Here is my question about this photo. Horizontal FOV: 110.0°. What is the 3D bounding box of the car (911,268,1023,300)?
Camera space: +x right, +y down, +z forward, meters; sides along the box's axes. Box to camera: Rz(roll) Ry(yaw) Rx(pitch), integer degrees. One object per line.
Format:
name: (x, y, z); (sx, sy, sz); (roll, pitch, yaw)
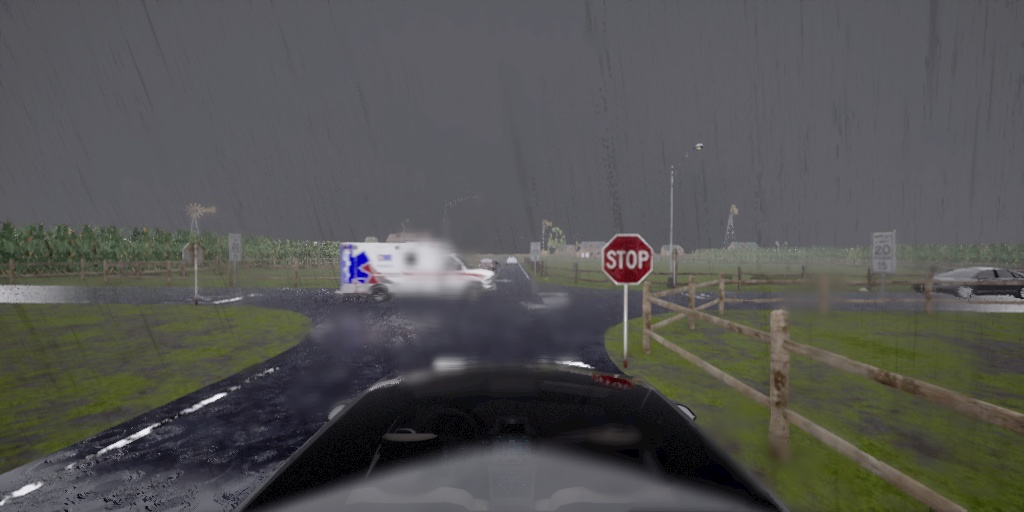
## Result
car: (23.054, 1.345, 17.958); (4.892, 1.490, 1.837); (0, 1, 0)

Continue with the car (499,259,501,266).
car: (-2.827, 0.965, 57.928); (1.895, 1.301, 4.718); (0, 0, 0)

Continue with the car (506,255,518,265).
car: (-0.027, 0.857, 62.674); (1.812, 1.442, 4.674); (0, 0, 0)

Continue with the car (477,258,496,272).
car: (-2.852, 1.008, 40.749); (1.812, 1.442, 4.674); (0, 0, 0)

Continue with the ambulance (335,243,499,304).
ambulance: (-3.918, 0.691, 15.354); (6.366, 2.431, 2.351); (0, 0, 1)
